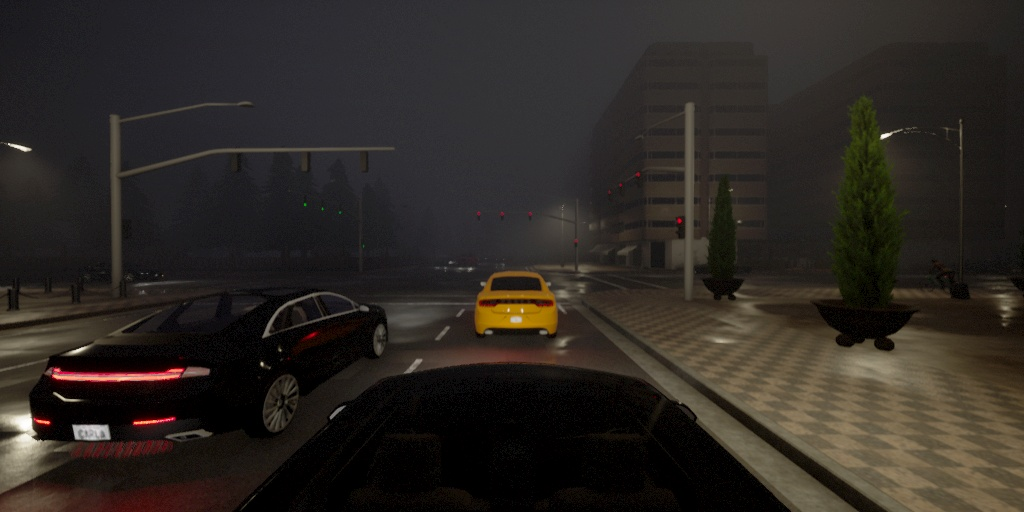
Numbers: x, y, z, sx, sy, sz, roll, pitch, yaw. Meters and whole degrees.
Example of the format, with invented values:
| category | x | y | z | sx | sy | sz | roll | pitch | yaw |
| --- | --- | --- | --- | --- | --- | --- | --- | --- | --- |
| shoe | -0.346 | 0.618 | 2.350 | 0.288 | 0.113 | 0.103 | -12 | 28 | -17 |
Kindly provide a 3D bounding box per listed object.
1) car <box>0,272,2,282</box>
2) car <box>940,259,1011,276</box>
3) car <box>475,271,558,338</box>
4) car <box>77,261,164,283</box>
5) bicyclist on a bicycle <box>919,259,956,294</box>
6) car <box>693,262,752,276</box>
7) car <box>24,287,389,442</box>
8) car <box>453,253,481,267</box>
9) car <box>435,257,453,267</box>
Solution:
| category | x | y | z | sx | sy | sz | roll | pitch | yaw |
| --- | --- | --- | --- | --- | --- | --- | --- | --- | --- |
| car | -34.253 | 1.102 | 21.701 | 5.008 | 1.535 | 1.882 | 0 | 1 | 0 |
| car | 41.992 | 1.025 | 32.560 | 4.902 | 1.511 | 2.128 | 0 | 1 | 0 |
| car | 0.107 | 1.154 | 9.942 | 1.882 | 1.535 | 5.008 | 0 | 1 | 0 |
| car | -27.452 | 1.098 | 25.218 | 4.892 | 1.490 | 1.837 | 0 | 1 | 0 |
| bicyclist on a bicycle | 20.288 | 0.970 | 17.055 | 0.582 | 1.620 | 1.656 | 0 | 0 | 0 |
| car | 18.872 | 1.132 | 32.537 | 4.718 | 1.301 | 1.895 | 0 | 1 | 0 |
| car | -3.423 | 1.209 | 5.361 | 2.128 | 1.511 | 4.902 | 0 | 1 | 1 |
| car | -6.444 | 0.521 | 52.133 | 2.150 | 2.045 | 5.566 | 0 | 0 | 6 |
| car | -9.865 | 0.835 | 53.431 | 2.033 | 1.411 | 5.357 | 0 | 1 | 6 |
